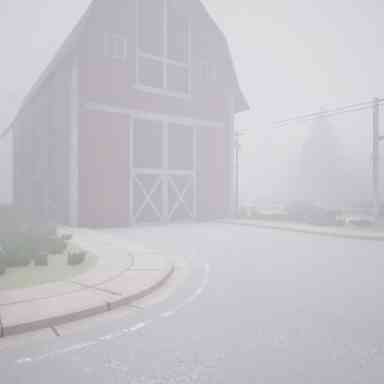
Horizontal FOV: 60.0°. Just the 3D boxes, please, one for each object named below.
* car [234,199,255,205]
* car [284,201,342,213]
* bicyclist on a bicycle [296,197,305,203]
[{"bbox_3d":[5.498,1.552,38.480,1.812,1.442,4.674,0,0,-34],"label":"car"},{"bbox_3d":[10.930,1.574,30.599,2.033,1.411,5.357,0,0,-35],"label":"car"},{"bbox_3d":[13.252,1.322,40.222,1.656,1.620,0.582,46,-25,-24],"label":"bicyclist on a bicycle"}]
